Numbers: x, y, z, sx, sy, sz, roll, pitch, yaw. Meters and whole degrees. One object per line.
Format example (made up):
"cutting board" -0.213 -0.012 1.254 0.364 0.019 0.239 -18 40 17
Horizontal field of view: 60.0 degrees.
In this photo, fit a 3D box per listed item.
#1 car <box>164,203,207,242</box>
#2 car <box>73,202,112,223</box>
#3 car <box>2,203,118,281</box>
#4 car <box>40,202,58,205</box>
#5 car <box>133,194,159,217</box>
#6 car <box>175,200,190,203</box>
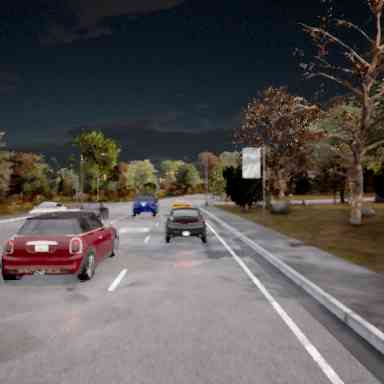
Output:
"car" -0.330 1.503 16.381 1.837 1.490 4.892 0 0 -2
"car" -7.920 1.586 26.804 1.994 1.385 4.181 0 0 -2
"car" -3.630 1.356 10.040 2.097 1.767 4.553 0 0 -1
"car" -11.416 1.552 26.636 1.812 1.442 4.674 0 0 -2
"car" -4.446 1.256 32.475 2.150 2.045 5.566 0 0 -2
"car" -1.023 1.515 34.524 1.882 1.535 5.008 0 0 -2
